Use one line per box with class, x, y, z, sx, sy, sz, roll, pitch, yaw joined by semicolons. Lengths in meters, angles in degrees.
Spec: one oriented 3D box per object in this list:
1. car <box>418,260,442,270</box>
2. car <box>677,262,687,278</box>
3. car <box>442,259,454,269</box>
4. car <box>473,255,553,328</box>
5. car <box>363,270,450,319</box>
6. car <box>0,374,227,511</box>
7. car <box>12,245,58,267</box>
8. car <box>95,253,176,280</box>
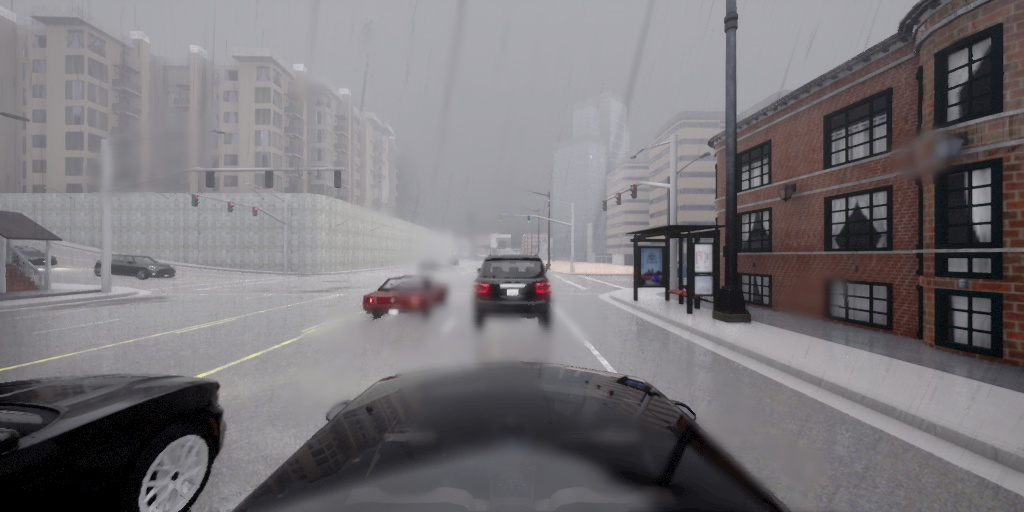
car;-10.837;1.331;46.938;1.994;1.385;4.181;0;0;0
car;14.322;1.238;30.954;5.008;1.535;1.882;0;0;-1
car;-10.879;1.296;56.917;1.812;1.442;4.674;0;0;-1
car;0.026;0.977;11.527;2.150;2.045;5.566;0;0;0
car;-3.475;1.355;12.789;1.895;1.301;4.718;0;0;0
car;-3.406;1.227;1.055;1.882;1.535;5.008;0;0;0
car;-36.878;-0.062;26.806;4.181;1.385;1.994;9;0;-1
car;-28.075;0.728;26.886;4.553;1.767;2.097;5;0;0
